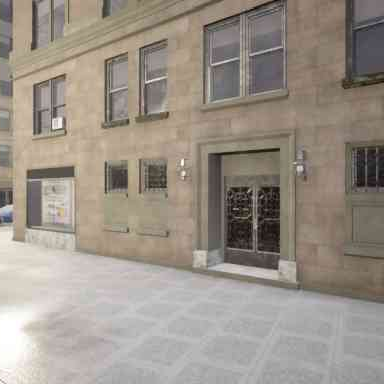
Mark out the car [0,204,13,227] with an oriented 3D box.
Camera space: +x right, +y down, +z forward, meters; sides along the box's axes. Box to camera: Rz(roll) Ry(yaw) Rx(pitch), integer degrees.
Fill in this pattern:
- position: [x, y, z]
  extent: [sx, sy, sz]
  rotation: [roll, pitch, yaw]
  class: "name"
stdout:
- position: [-11.884, 1.512, 23.025]
  extent: [2.033, 1.411, 5.357]
  rotation: [0, 0, 39]
  class: "car"
